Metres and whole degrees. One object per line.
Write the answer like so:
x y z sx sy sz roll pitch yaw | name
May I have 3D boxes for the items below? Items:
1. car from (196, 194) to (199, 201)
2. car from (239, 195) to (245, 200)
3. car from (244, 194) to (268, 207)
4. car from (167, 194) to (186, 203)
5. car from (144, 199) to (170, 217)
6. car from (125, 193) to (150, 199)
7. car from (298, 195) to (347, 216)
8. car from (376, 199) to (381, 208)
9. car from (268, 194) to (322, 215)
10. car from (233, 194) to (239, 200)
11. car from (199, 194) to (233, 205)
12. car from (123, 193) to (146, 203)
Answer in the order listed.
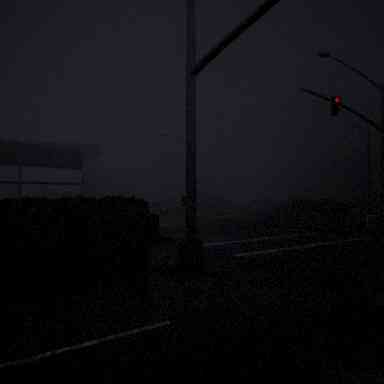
1.581 1.298 76.875 4.514 1.523 2.007 0 0 -35 | car
13.408 1.154 72.866 5.027 1.636 2.152 0 0 -35 | car
9.669 1.320 46.639 3.633 1.501 1.845 0 0 -35 | car
-2.620 1.097 65.441 4.605 1.855 1.932 0 0 -35 | car
-4.269 1.601 30.830 1.895 1.301 4.718 0 0 -34 | car
-9.536 1.361 60.535 3.806 1.475 1.970 0 0 -35 | car
12.047 1.340 29.998 4.514 1.523 2.007 0 0 -35 | car
25.558 1.384 43.145 3.806 1.475 1.970 0 0 -35 | car
10.200 1.330 32.534 5.027 1.636 2.152 0 0 -35 | car
9.454 1.232 77.931 3.806 1.475 1.970 0 0 -35 | car
3.959 1.298 54.839 4.514 1.523 2.007 0 0 -35 | car
-10.947 1.077 63.607 3.866 1.878 1.905 0 0 -35 | car
